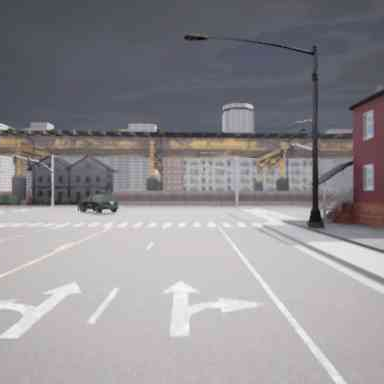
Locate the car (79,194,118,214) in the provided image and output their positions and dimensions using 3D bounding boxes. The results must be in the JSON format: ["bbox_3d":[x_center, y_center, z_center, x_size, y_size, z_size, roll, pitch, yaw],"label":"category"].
[{"bbox_3d":[-10.428,1.289,37.000,5.566,2.045,2.150,0,0,43],"label":"car"}]
